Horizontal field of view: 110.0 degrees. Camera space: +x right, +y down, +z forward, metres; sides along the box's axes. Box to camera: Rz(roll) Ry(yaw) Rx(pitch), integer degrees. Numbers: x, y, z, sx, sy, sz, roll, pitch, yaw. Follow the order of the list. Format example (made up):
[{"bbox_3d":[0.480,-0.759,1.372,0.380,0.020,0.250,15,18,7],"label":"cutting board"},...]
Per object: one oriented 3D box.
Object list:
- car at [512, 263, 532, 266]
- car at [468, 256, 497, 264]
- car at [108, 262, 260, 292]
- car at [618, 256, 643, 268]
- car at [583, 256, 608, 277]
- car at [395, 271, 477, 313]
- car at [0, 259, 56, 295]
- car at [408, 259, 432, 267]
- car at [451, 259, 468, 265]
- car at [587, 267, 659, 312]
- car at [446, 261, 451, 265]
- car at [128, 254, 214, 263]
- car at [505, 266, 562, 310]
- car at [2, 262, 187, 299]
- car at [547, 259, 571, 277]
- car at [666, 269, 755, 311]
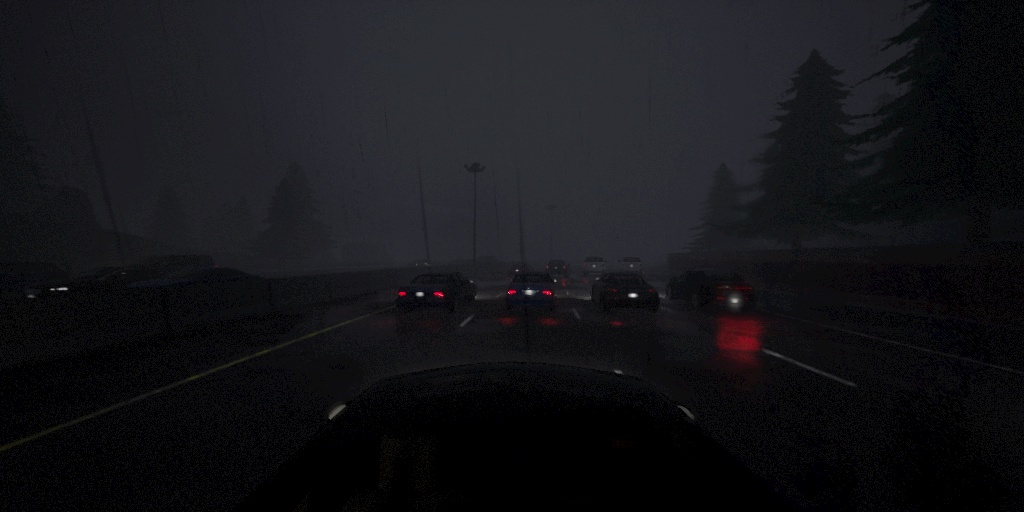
[{"bbox_3d":[0.917,1.320,35.085,1.994,1.385,4.181,0,0,14],"label":"car"},{"bbox_3d":[-4.050,0.965,54.989,2.150,2.045,5.566,0,0,21],"label":"car"},{"bbox_3d":[-13.309,1.188,15.331,1.882,1.535,5.008,0,0,6],"label":"car"},{"bbox_3d":[12.423,1.014,37.619,2.150,2.045,5.566,0,0,16],"label":"car"},{"bbox_3d":[8.434,1.001,36.346,2.150,2.045,5.566,0,0,15],"label":"car"},{"bbox_3d":[-2.738,1.290,14.084,2.033,1.411,5.357,0,0,6],"label":"car"},{"bbox_3d":[-23.717,1.030,16.430,2.097,1.767,4.553,0,0,6],"label":"car"},{"bbox_3d":[-14.535,1.216,56.826,1.837,1.490,4.892,0,0,20],"label":"car"},{"bbox_3d":[-7.162,1.238,56.504,1.837,1.490,4.892,0,0,21],"label":"car"},{"bbox_3d":[4.375,1.329,14.377,1.994,1.385,4.181,0,0,6],"label":"car"},{"bbox_3d":[-9.335,1.231,60.629,1.837,1.490,4.892,0,0,22],"label":"car"},{"bbox_3d":[-19.806,0.912,20.340,2.150,2.045,5.566,0,0,7],"label":"car"},{"bbox_3d":[0.852,1.302,14.781,2.033,1.411,5.357,0,0,6],"label":"car"},{"bbox_3d":[-16.825,1.191,15.142,2.128,1.511,4.902,0,0,5],"label":"car"},{"bbox_3d":[4.597,1.120,35.363,2.097,1.767,4.553,0,0,14],"label":"car"},{"bbox_3d":[7.919,1.281,14.755,1.837,1.490,4.892,0,0,6],"label":"car"}]
